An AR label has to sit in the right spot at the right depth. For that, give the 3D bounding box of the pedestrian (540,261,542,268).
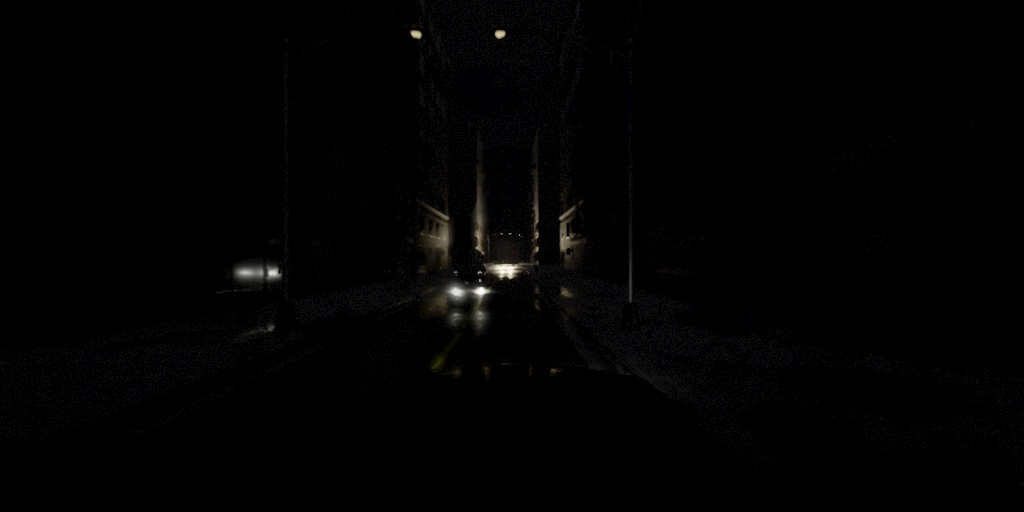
[{"bbox_3d":[4.523,1.256,55.616,0.375,1.300,0.375,0,0,0],"label":"pedestrian"}]

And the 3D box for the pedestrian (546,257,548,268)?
[{"bbox_3d":[5.524,0.977,56.216,0.375,1.860,0.375,0,0,0],"label":"pedestrian"}]

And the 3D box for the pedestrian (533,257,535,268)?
[{"bbox_3d":[3.524,0.978,56.816,0.375,1.860,0.375,0,0,0],"label":"pedestrian"}]

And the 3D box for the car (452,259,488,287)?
[{"bbox_3d":[-2.843,1.138,25.027,2.097,1.767,4.553,0,0,0],"label":"car"}]
